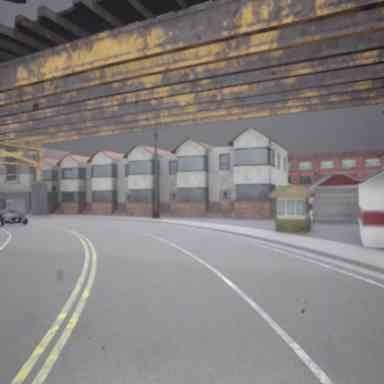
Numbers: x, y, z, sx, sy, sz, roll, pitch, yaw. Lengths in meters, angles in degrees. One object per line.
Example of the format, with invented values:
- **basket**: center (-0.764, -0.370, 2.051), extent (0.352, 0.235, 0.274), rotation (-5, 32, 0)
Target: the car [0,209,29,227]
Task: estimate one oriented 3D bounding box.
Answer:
- **car**: center (-15.724, 2.200, 28.755), extent (1.994, 1.385, 4.181), rotation (1, -2, -44)
